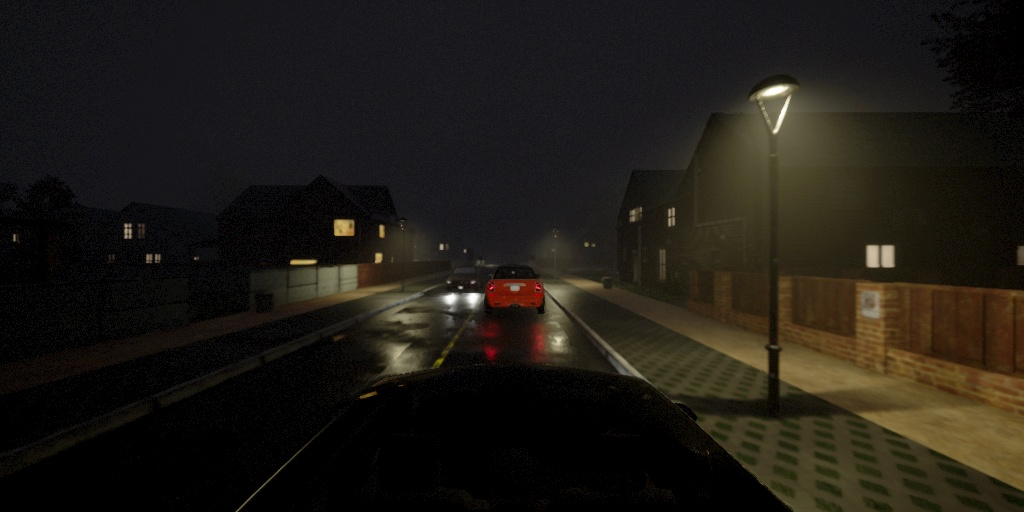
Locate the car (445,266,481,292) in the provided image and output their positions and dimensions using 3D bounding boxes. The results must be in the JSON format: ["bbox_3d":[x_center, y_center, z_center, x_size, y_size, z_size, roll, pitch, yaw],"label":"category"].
[{"bbox_3d":[-2.751,1.322,21.875,2.033,1.411,5.357,0,0,0],"label":"car"}]

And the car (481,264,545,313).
[{"bbox_3d":[0.099,1.108,14.136,2.097,1.767,4.553,0,0,0],"label":"car"}]
